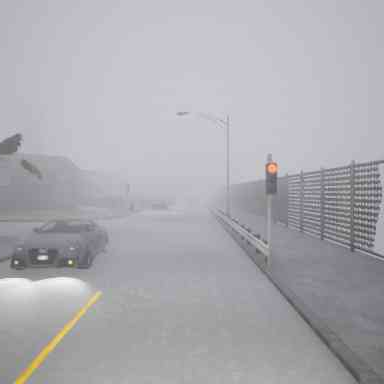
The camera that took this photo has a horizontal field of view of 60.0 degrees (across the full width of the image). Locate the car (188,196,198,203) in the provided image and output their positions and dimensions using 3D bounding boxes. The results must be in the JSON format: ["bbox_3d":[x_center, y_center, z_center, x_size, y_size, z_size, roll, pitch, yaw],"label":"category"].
[{"bbox_3d":[0.168,1.539,67.996,2.033,1.411,5.357,0,0,-1],"label":"car"}]

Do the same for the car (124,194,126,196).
[{"bbox_3d":[-17.204,1.124,78.223,3.633,1.501,1.845,0,0,0],"label":"car"}]

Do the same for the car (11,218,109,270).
[{"bbox_3d":[-4.033,1.562,10.832,1.994,1.385,4.181,0,0,-2],"label":"car"}]

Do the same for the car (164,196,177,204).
[{"bbox_3d":[-3.999,1.540,62.952,2.033,1.411,5.357,0,0,0],"label":"car"}]

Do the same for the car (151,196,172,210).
[{"bbox_3d":[-4.058,1.472,42.778,1.882,1.535,5.008,0,0,0],"label":"car"}]

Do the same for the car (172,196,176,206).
[{"bbox_3d":[-4.041,1.498,52.496,1.837,1.490,4.892,0,0,0],"label":"car"}]

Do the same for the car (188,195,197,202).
[{"bbox_3d":[0.074,1.530,78.624,2.033,1.411,5.357,0,0,0],"label":"car"}]
